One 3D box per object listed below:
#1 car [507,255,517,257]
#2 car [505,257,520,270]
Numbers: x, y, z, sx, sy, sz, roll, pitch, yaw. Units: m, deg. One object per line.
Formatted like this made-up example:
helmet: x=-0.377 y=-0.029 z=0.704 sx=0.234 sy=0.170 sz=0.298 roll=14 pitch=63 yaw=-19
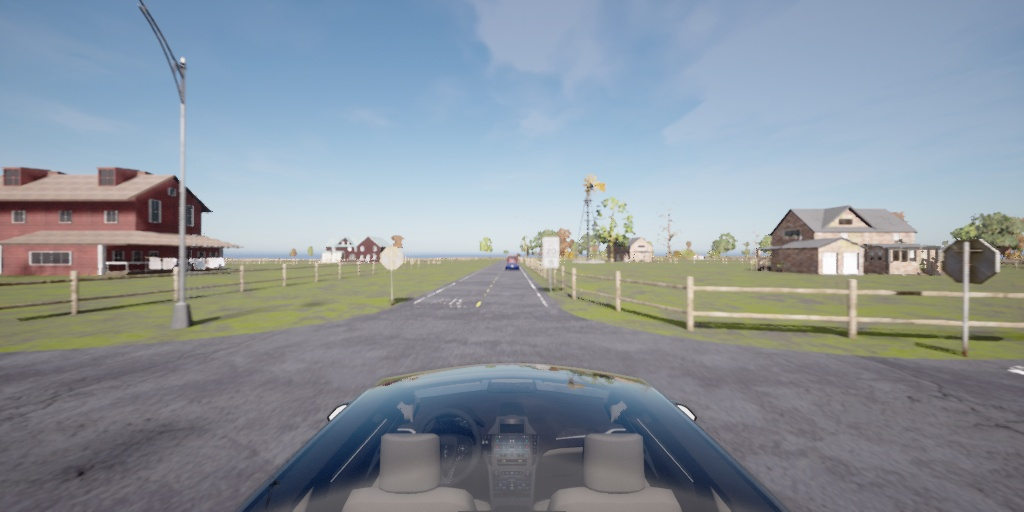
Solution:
car: x=0.013 y=0.909 z=59.817 sx=2.150 sy=2.045 sz=5.566 roll=0 pitch=0 yaw=0
car: x=0.063 y=1.265 z=49.880 sx=1.994 sy=1.385 sz=4.181 roll=0 pitch=0 yaw=1
